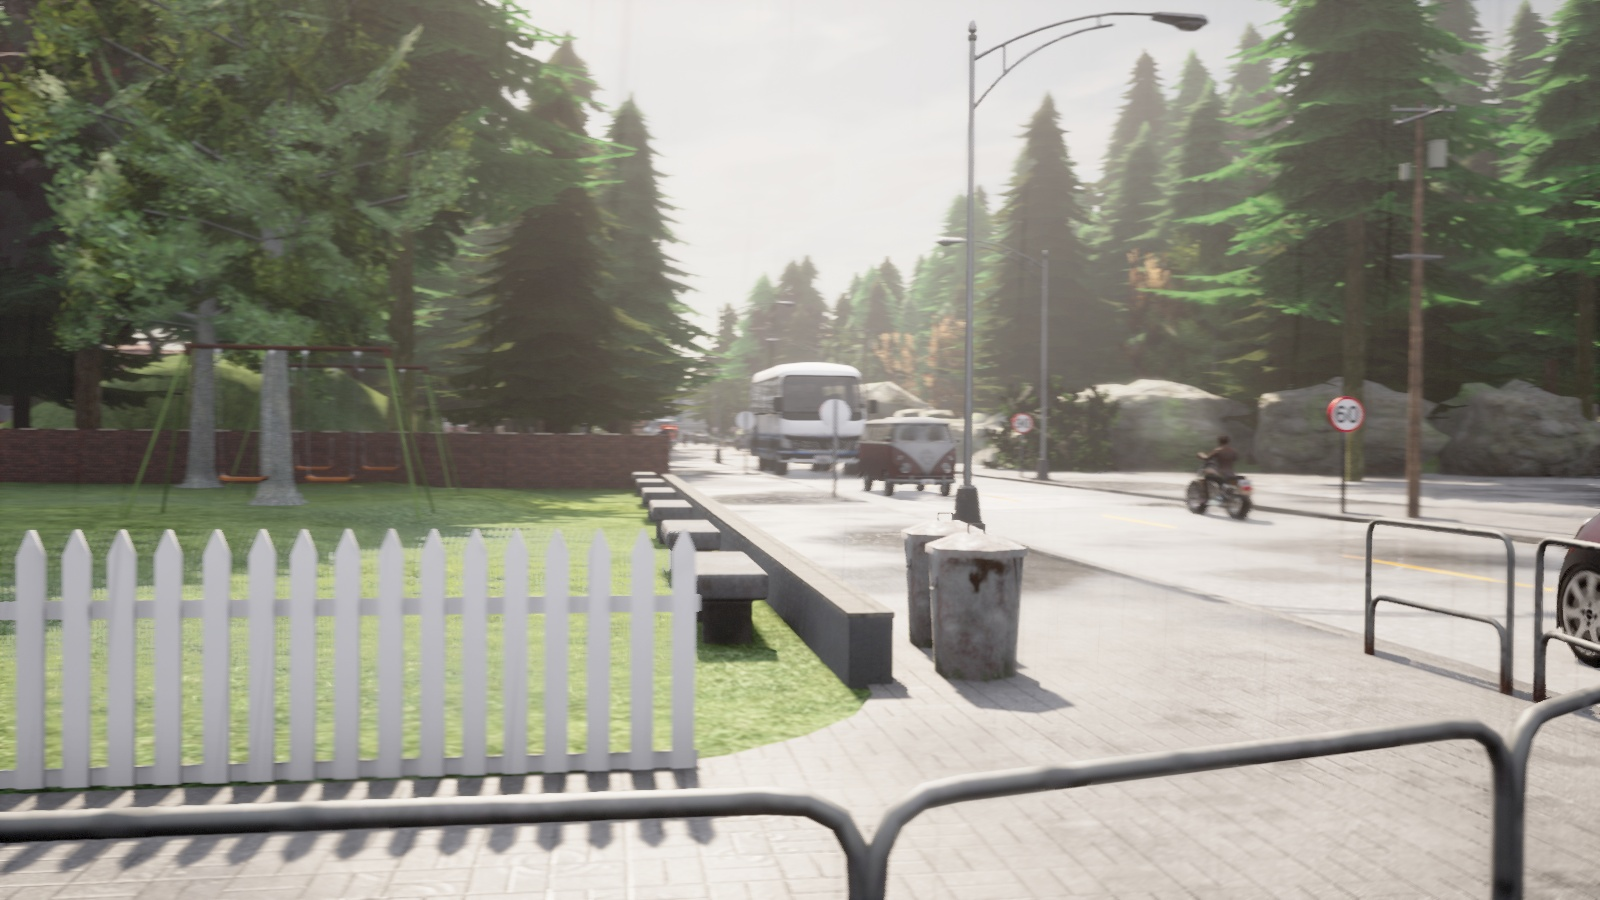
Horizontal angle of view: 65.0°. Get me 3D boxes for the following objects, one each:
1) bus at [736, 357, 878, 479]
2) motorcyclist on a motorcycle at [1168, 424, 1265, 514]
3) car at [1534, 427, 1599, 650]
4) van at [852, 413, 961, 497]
[{"bbox_3d":[0.019,-1.222,49.343,3.944,4.253,10.273,-1,1,-9],"label":"bus"},{"bbox_3d":[8.023,0.334,24.327,0.766,1.649,2.350,-1,1,-9],"label":"motorcyclist on a motorcycle"},{"bbox_3d":[6.321,0.595,7.185,1.970,1.475,3.806,-1,1,-1],"label":"car"},{"bbox_3d":[2.677,0.094,32.550,1.775,1.987,4.442,-1,1,-9],"label":"van"}]
